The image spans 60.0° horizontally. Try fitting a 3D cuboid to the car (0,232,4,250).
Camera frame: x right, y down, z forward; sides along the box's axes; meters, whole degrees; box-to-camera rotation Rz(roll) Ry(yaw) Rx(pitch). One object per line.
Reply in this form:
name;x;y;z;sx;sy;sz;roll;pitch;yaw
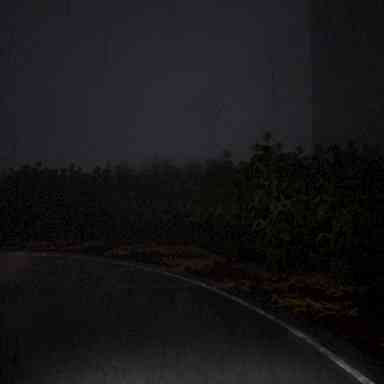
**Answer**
car;-9.324;1.568;11.775;4.553;1.767;2.097;-1;0;2
